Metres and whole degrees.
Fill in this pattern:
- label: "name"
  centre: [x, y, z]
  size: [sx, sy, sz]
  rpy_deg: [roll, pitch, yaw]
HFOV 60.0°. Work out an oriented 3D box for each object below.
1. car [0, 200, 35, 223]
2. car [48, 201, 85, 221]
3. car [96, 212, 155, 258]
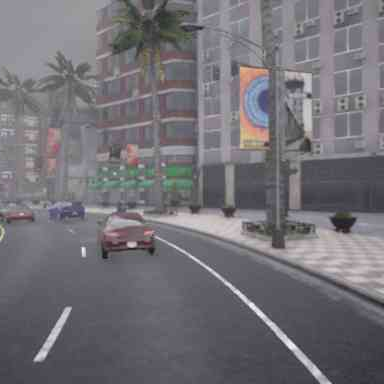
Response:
- label: "car"
  centre: [-13.711, 1.598, 25.982]
  size: [1.994, 1.385, 4.181]
  rpy_deg: [-1, 0, -38]
- label: "car"
  centre: [-10.505, 1.480, 27.598]
  size: [1.882, 1.535, 5.008]
  rpy_deg: [0, 0, -37]
- label: "car"
  centre: [-2.632, 1.508, 12.834]
  size: [1.812, 1.442, 4.674]
  rpy_deg: [0, 0, -18]
